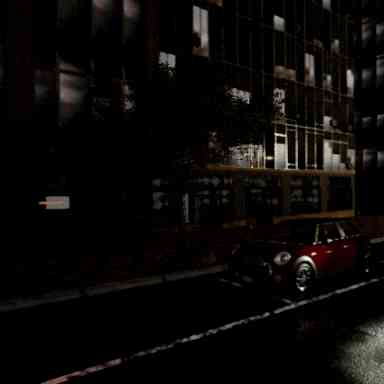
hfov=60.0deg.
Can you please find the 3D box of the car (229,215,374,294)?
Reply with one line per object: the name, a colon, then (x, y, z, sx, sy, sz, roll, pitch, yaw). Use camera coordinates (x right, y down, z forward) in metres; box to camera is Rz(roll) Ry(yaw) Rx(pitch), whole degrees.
car: (2.864, 1.418, 8.628, 4.097, 1.590, 1.967, 0, -1, -35)
